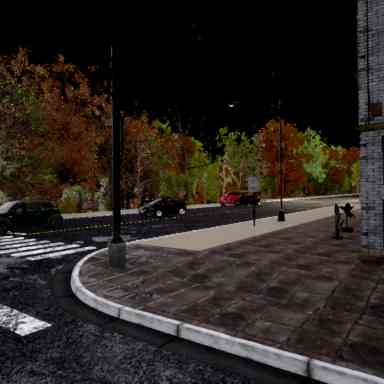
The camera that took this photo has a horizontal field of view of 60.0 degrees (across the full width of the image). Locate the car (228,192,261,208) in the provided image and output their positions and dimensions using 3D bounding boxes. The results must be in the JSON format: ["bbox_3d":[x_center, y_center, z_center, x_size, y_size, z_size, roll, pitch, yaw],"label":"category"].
[{"bbox_3d":[6.668,1.139,40.063,1.837,1.490,4.892,-1,0,37],"label":"car"}]

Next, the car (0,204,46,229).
[{"bbox_3d":[-11.608,1.511,20.715,1.994,1.385,4.181,-1,0,37],"label":"car"}]

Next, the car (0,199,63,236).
[{"bbox_3d":[-9.396,1.263,17.923,2.097,1.767,4.553,-1,0,33],"label":"car"}]

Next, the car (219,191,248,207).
[{"bbox_3d":[5.798,0.869,44.351,2.150,2.045,5.566,-1,0,36],"label":"car"}]

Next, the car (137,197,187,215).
[{"bbox_3d":[-2.819,1.287,32.668,2.128,1.511,4.902,-1,0,36],"label":"car"}]

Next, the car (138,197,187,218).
[{"bbox_3d":[-2.406,1.295,27.750,1.837,1.490,4.892,-1,0,36],"label":"car"}]
